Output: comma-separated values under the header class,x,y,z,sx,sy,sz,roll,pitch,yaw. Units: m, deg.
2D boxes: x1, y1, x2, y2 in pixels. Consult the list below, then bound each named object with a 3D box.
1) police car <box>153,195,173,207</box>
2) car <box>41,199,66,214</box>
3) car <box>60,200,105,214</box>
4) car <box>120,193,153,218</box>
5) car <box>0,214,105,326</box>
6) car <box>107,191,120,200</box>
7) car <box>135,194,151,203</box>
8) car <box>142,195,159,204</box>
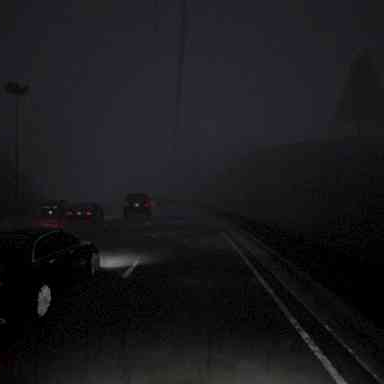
class,x,y,z,sx,sy,sz,roll,pitch,yaw
police car,-4.177,1.250,48.669,1.930,1.638,5.238,0,0,-16
car,-11.848,1.399,29.452,1.837,1.490,4.892,0,0,-8
car,-7.684,1.459,24.439,2.033,1.411,5.357,0,0,-5
car,-4.653,1.118,28.673,2.150,2.045,5.566,0,0,-7
car,-3.434,1.481,7.071,1.837,1.490,4.892,0,1,0
car,-18.882,0.804,80.447,2.150,2.045,5.566,0,0,-31
car,-9.530,1.247,63.975,1.882,1.535,5.008,0,0,-23
car,-7.296,1.295,58.272,1.837,1.490,4.892,0,0,-20
